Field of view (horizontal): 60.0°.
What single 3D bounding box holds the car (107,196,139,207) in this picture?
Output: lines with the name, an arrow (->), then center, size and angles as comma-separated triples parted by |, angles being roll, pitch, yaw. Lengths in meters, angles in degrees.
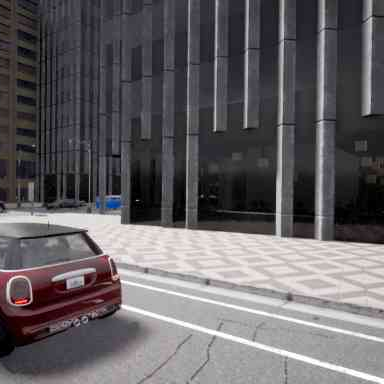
car -> -10.176, 1.427, 49.564 | 1.812, 1.442, 4.674 | 1, 1, 36

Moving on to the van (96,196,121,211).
van -> -9.659, 1.338, 40.257 | 1.690, 1.788, 3.998 | 1, 1, 36

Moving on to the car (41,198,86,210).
car -> -15.924, 1.460, 41.595 | 2.033, 1.411, 5.357 | 1, 1, 36

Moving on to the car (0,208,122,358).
car -> -3.451, 1.349, 6.140 | 4.553, 1.767, 2.097 | 0, 0, 35

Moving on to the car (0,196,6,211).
car -> -22.942, 1.323, 36.421 | 1.967, 1.590, 4.097 | 1, 1, 36

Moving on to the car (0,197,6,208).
car -> -21.514, 1.277, 33.773 | 2.097, 1.767, 4.553 | 1, 1, 35
